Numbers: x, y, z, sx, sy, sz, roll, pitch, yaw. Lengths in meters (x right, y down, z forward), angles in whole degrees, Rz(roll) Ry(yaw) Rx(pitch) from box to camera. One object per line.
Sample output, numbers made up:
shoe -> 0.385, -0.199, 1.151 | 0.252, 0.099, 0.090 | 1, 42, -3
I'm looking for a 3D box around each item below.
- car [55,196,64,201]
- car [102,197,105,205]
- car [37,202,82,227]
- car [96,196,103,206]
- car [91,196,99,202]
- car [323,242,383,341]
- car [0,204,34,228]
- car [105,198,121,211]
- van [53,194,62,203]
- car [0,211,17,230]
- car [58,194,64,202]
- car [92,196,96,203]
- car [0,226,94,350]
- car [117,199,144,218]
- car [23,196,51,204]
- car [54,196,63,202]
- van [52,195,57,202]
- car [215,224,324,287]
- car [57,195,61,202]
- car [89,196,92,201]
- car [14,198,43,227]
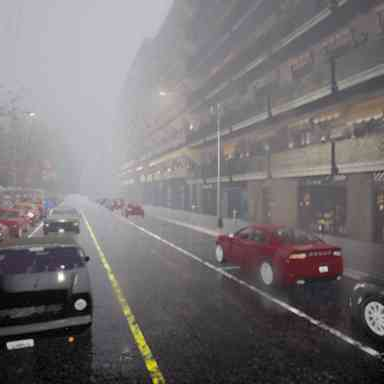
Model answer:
car -> -34.242, 1.701, 86.047 | 1.887, 1.381, 4.507 | 0, 0, -20
car -> -11.166, 1.640, 46.468 | 1.802, 1.307, 4.206 | 0, 0, -20
car -> -7.424, 1.556, 19.146 | 2.033, 1.411, 5.357 | 0, 0, -20
car -> -14.963, 1.644, 57.069 | 1.947, 1.339, 4.313 | 0, 0, -20
car -> -24.454, 1.728, 83.572 | 1.802, 1.307, 4.206 | 0, 0, -20
car -> 4.021, 1.555, 4.064 | 2.008, 1.369, 4.403 | 0, 0, -20
car -> -9.563, 1.550, 17.140 | 1.887, 1.381, 4.507 | 0, 0, -20
car -> -9.267, 1.488, 41.167 | 1.967, 1.590, 4.097 | 0, 0, -20
van -> -30.445, 1.466, 75.445 | 1.690, 1.788, 3.998 | 0, 0, -20
car -> -7.666, 1.583, 11.841 | 1.802, 1.307, 4.206 | 0, 0, -20
car -> -26.648, 1.411, 64.845 | 2.192, 1.841, 5.009 | 0, 0, -20
car -> -18.759, 1.542, 67.670 | 1.967, 1.590, 4.097 | 0, 0, -20
car -> -2.911, 1.602, 6.252 | 1.895, 1.301, 4.718 | 0, 0, -20
car -> -5.470, 1.611, 30.565 | 1.802, 1.307, 4.206 | 0, 0, -20
car -> -13.360, 1.338, 27.740 | 2.192, 1.841, 5.009 | 0, 0, -20
car -> -32.343, 1.722, 80.746 | 1.802, 1.307, 4.206 | 0, 0, -20
van -> -19.055, 1.393, 43.643 | 1.690, 1.788, 3.998 | 0, 0, -20
car -> 2.123, 1.551, 9.365 | 1.887, 1.381, 4.507 | 0, 0, -20
car -> -22.852, 1.638, 54.244 | 1.947, 1.339, 4.313 | 0, 0, -20
car -> -22.613, 1.657, 78.431 | 1.752, 1.417, 4.829 | 0, 0, -20
car -> -11.460, 1.453, 22.439 | 1.967, 1.590, 4.097 | 0, 0, -20
